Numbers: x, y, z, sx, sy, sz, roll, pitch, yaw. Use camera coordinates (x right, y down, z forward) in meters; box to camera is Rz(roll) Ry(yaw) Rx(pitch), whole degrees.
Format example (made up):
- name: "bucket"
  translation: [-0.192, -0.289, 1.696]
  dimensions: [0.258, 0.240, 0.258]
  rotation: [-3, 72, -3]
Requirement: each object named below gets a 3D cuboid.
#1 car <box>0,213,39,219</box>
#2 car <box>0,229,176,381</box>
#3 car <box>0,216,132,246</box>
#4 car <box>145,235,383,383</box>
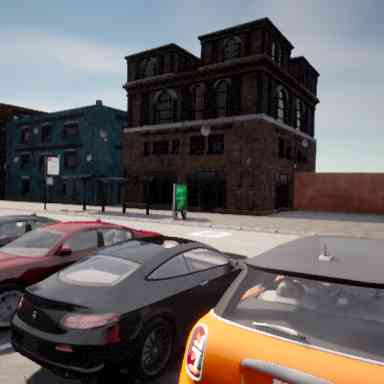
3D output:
- name: "car"
  translation: [-4.919, 1.382, 8.662]
  dimensions: [2.097, 1.535, 5.008]
  rotation: [1, 0, 36]
- name: "car"
  translation: [-0.382, 1.459, 5.417]
  dimensions: [2.002, 1.452, 4.674]
  rotation: [0, 0, 35]
- name: "car"
  translation: [-2.648, 1.404, 7.043]
  dimensions: [2.097, 1.535, 5.008]
  rotation: [0, 0, 35]
- name: "car"
  translation: [1.871, 1.300, 3.775]
  dimensions: [2.185, 1.767, 4.553]
  rotation: [0, 0, 36]
